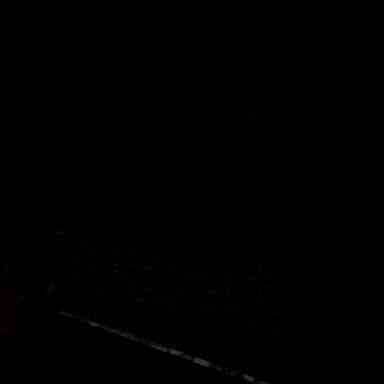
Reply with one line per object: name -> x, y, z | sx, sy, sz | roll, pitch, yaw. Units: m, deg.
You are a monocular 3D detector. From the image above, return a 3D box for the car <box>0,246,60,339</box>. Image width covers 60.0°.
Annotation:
car -> -3.994, 1.583, 5.807 | 4.206, 1.307, 1.802 | 0, 0, 35
